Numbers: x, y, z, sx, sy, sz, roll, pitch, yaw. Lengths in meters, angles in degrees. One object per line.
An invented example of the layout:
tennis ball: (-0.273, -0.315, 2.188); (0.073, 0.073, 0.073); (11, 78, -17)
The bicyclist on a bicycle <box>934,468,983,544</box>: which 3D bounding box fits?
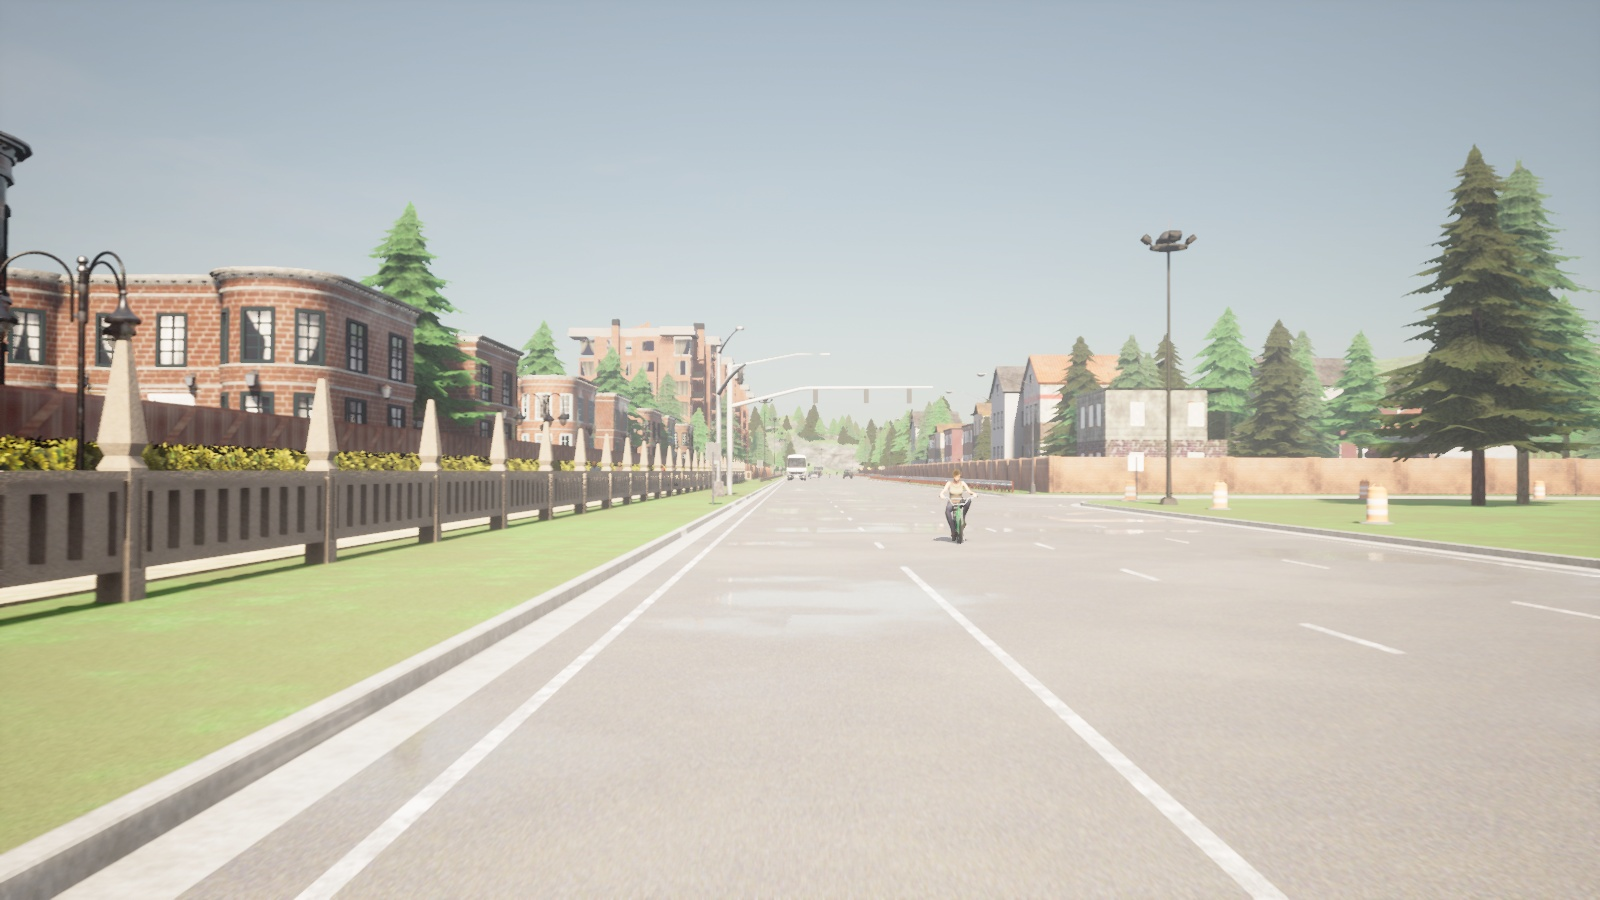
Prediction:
bicyclist on a bicycle: (3.436, 1.195, 27.349); (0.866, 1.612, 1.509); (0, -1, 0)
